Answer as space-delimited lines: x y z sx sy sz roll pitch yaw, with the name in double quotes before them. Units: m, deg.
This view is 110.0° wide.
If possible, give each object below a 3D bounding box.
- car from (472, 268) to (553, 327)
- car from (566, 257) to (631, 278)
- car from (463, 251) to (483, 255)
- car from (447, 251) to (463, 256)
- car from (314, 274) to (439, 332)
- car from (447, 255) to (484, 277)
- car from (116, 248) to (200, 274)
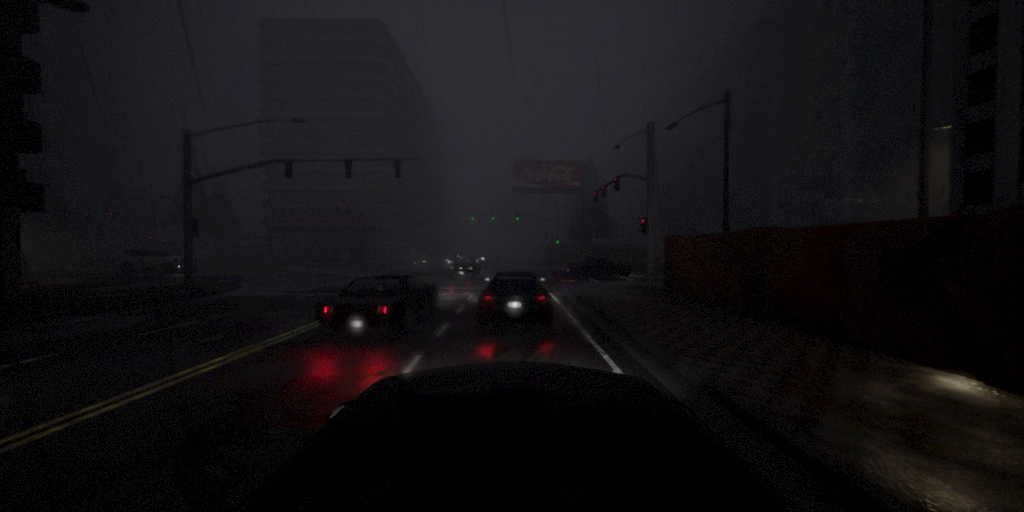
"car" 0.090 1.121 10.711 1.994 1.385 4.181 0 1 0
"car" 6.154 0.767 25.446 4.674 1.442 1.812 0 0 -17
"car" -6.930 -0.099 64.122 2.128 1.511 4.902 0 1 1
"car" -10.430 -0.100 64.129 2.128 1.511 4.902 0 1 1
"car" -3.414 1.169 10.147 1.895 1.301 4.718 0 1 0
"car" -3.382 0.818 26.472 1.895 1.301 4.718 0 1 0
"car" -28.909 0.371 29.363 5.566 2.045 2.150 0 1 0
